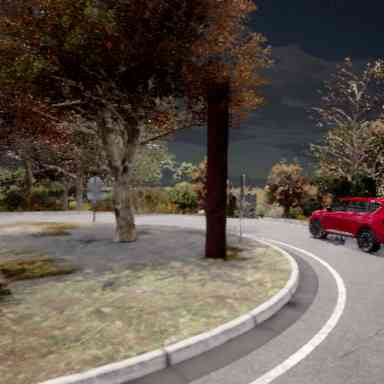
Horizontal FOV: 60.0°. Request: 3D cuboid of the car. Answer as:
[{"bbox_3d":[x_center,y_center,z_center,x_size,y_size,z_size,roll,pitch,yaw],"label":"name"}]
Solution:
[{"bbox_3d":[7.195,1.236,14.002,2.150,2.045,5.566,2,0,-11],"label":"car"}]
